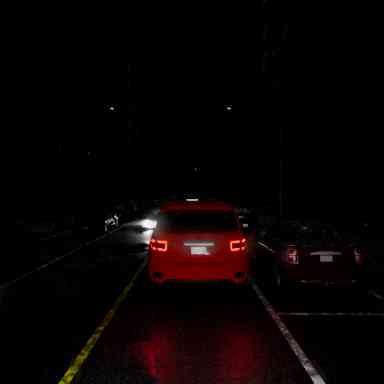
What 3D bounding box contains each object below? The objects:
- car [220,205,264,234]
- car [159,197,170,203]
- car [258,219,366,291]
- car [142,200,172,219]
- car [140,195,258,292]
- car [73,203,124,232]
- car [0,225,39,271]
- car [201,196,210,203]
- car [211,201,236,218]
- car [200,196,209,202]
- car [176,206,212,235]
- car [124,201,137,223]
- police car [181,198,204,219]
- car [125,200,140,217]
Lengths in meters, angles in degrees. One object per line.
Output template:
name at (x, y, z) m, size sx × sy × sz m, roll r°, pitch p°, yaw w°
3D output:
car at (2.864, 1.552, 20.012) m, size 2.008 × 1.369 × 4.403 m, roll 0°, pitch 0°, yaw 0°
car at (-5.603, 1.626, 68.122) m, size 1.802 × 1.307 × 4.206 m, roll 0°, pitch 0°, yaw 0°
car at (2.858, 1.440, 9.009) m, size 1.967 × 1.590 × 4.097 m, roll 0°, pitch 0°, yaw 0°
car at (-3.008, 1.496, 29.821) m, size 2.128 × 1.511 × 4.902 m, roll 0°, pitch 0°, yaw 0°
car at (0.108, 1.221, 9.093) m, size 2.150 × 2.045 × 5.566 m, roll 0°, pitch 0°, yaw -1°
car at (-5.661, 1.567, 20.016) m, size 1.947 × 1.339 × 4.313 m, roll 0°, pitch 0°, yaw 0°
car at (-5.667, 1.582, 9.014) m, size 1.802 × 1.307 × 4.206 m, roll 0°, pitch 0°, yaw 0°
car at (2.935, 1.580, 73.684) m, size 1.752 × 1.417 × 4.829 m, roll 0°, pitch 0°, yaw 0°
car at (2.870, 1.569, 31.014) m, size 1.947 × 1.339 × 4.313 m, roll 0°, pitch 0°, yaw 0°
car at (2.948, 1.617, 78.922) m, size 2.008 × 1.369 × 4.403 m, roll 0°, pitch 0°, yaw 0°
car at (0.109, 1.602, 19.863) m, size 1.895 × 1.301 × 4.718 m, roll 0°, pitch 0°, yaw 0°
car at (-5.659, 1.584, 25.517) m, size 1.802 × 1.307 × 4.206 m, roll 0°, pitch 0°, yaw 0°
police car at (0.015, 1.428, 30.127) m, size 1.930 × 1.638 × 5.238 m, roll 0°, pitch 0°, yaw 0°
car at (-5.656, 1.444, 31.019) m, size 1.967 × 1.590 × 4.097 m, roll 0°, pitch 0°, yaw 0°
